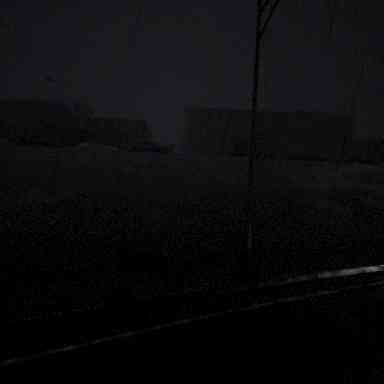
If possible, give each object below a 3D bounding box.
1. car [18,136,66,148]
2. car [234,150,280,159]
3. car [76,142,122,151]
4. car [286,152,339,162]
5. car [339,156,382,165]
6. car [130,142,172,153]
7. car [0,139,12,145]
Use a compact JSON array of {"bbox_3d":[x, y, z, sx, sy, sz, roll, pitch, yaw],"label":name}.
[{"bbox_3d":[-15.245,-4.838,34.147,4.553,1.767,2.185,3,-2,-2],"label":"car"},{"bbox_3d":[6.820,-3.643,34.953,4.892,1.521,2.231,3,-2,-2],"label":"car"},{"bbox_3d":[-9.586,-4.399,34.350,4.674,1.452,2.002,3,-2,-2],"label":"car"},{"bbox_3d":[12.329,-3.363,35.163,4.892,1.521,2.231,3,-2,-2],"label":"car"},{"bbox_3d":[17.858,-3.020,35.476,4.674,1.452,2.002,3,-2,-3],"label":"car"},{"bbox_3d":[-4.095,-4.300,34.556,4.553,1.767,2.185,3,-2,-2],"label":"car"},{"bbox_3d":[-20.755,-5.100,33.945,4.553,1.767,2.185,3,-2,-2],"label":"car"}]
